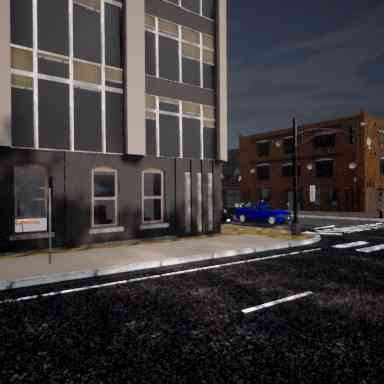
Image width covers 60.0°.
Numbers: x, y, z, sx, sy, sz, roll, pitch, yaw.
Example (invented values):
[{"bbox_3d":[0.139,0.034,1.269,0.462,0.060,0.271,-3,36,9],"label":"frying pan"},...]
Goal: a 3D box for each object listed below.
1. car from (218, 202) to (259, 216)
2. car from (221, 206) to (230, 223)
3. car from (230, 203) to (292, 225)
[{"bbox_3d":[5.258,1.929,38.104,2.008,1.369,4.403,-2,0,-37],"label":"car"},{"bbox_3d":[1.629,1.941,28.511,1.947,1.339,4.313,-2,0,-37],"label":"car"},{"bbox_3d":[5.851,1.773,27.428,1.882,1.535,5.008,-1,-1,-38],"label":"car"}]
